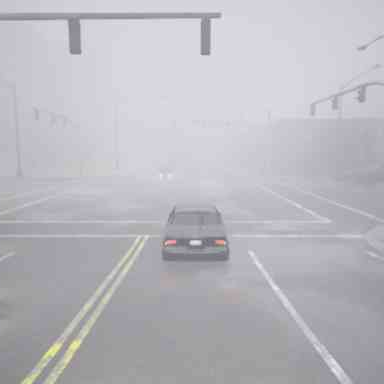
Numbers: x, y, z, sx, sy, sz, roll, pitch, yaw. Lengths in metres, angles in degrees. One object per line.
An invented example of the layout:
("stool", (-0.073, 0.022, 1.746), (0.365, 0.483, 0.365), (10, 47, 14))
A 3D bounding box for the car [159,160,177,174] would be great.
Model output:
("car", (-3.586, -3.436, 47.191), (2.033, 1.411, 5.357), (0, 7, 0))

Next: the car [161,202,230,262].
("car", (0.093, 1.047, 10.523), (2.033, 1.411, 5.357), (0, 5, 0))

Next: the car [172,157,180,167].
("car", (-3.555, -4.665, 56.722), (1.837, 1.490, 4.892), (0, 7, 0))

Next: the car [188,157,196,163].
("car", (0.019, -8.475, 87.282), (1.837, 1.490, 4.892), (0, 7, 0))

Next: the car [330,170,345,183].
("car", (16.282, -1.719, 32.944), (4.902, 1.511, 2.128), (0, 7, 0))

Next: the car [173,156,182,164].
("car", (-3.486, -5.898, 66.972), (2.033, 1.411, 5.357), (0, 7, 0))

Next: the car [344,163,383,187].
("car", (17.030, -1.553, 29.431), (5.566, 2.045, 2.150), (0, 7, 0))

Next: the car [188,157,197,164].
("car", (0.017, -7.210, 76.945), (1.882, 1.535, 5.008), (0, 7, 0))
